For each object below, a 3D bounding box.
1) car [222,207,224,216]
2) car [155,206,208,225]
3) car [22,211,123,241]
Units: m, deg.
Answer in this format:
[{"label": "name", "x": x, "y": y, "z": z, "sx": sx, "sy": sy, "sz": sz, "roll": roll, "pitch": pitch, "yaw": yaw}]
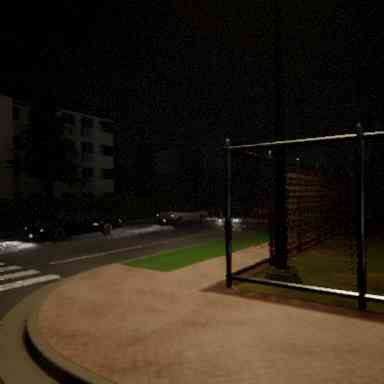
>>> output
[{"label": "car", "x": 4.853, "y": 1.676, "z": 34.105, "sx": 1.882, "sy": 1.535, "sz": 5.008, "roll": -1, "pitch": -1, "yaw": 35}, {"label": "car", "x": -0.764, "y": 1.796, "z": 26.196, "sx": 1.895, "sy": 1.301, "sz": 4.718, "roll": -1, "pitch": -1, "yaw": 35}, {"label": "car", "x": -6.299, "y": 1.739, "z": 18.316, "sx": 2.033, "sy": 1.411, "sz": 5.357, "roll": -1, "pitch": -1, "yaw": 35}]
